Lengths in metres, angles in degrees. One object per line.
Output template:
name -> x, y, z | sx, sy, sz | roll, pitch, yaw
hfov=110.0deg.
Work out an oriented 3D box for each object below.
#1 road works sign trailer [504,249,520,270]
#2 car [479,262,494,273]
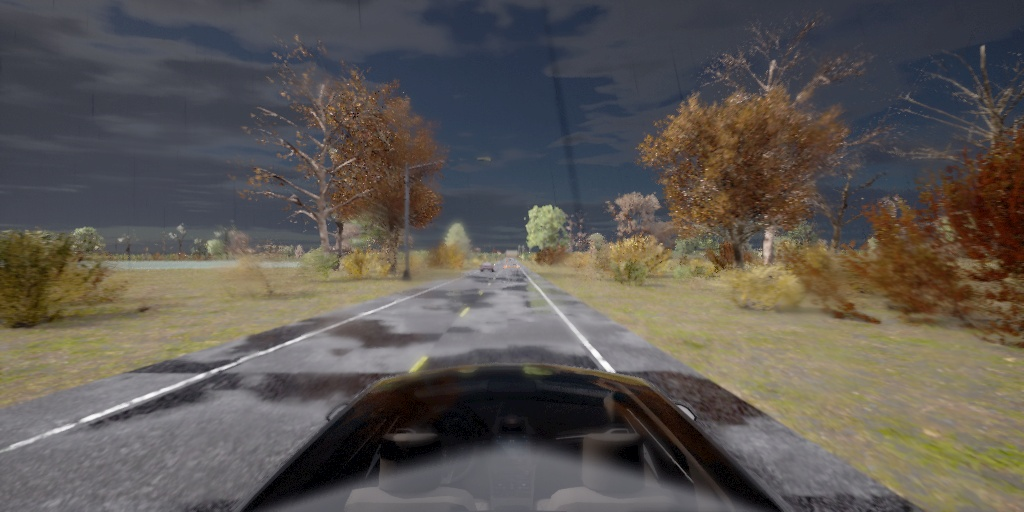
road works sign trailer -> -0.010, 0.629, 64.053 | 2.380, 3.560, 2.880 | 0, 0, 0
car -> -3.573, 1.622, 52.069 | 1.812, 1.442, 4.674 | 0, 0, 0
